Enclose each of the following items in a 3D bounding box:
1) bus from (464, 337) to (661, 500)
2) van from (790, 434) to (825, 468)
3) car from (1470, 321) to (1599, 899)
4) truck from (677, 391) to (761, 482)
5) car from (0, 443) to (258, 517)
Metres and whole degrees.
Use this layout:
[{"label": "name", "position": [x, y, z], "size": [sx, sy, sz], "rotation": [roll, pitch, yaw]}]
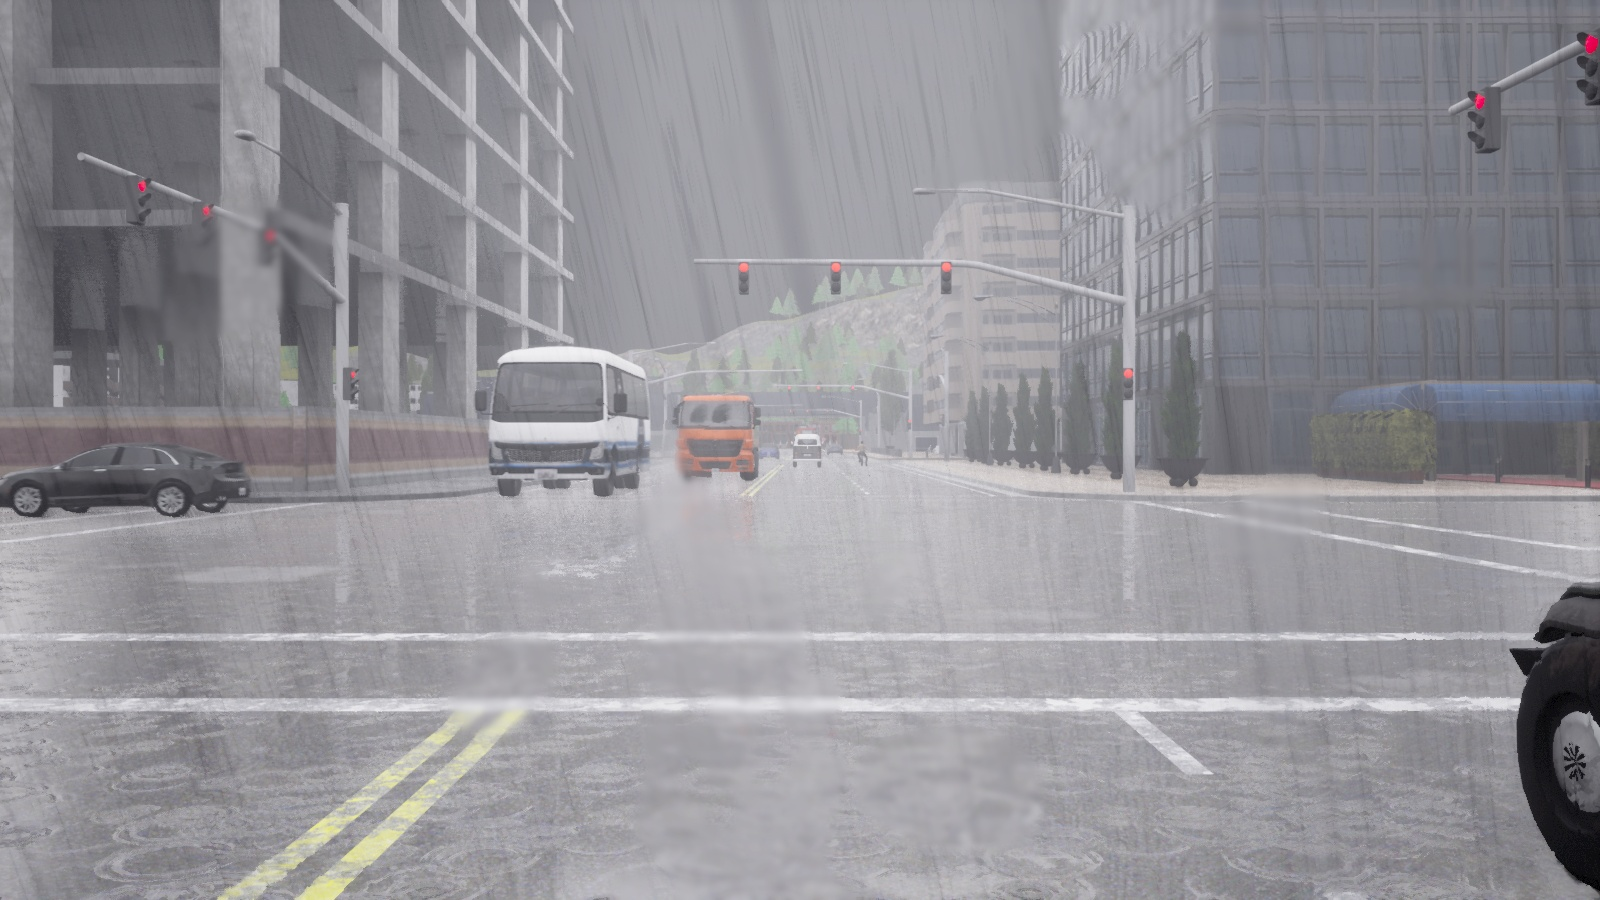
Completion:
[{"label": "bus", "position": [-6.771, -0.849, 37.889], "size": [3.944, 4.253, 10.273], "rotation": [0, 0, 0]}, {"label": "van", "position": [0.452, 0.032, 77.677], "size": [2.069, 2.038, 4.480], "rotation": [0, 0, 0]}, {"label": "car", "position": [3.532, 0.529, 2.910], "size": [1.905, 1.878, 3.866], "rotation": [0, 0, 0]}, {"label": "truck", "position": [-3.194, -0.529, 51.661], "size": [2.891, 3.462, 7.936], "rotation": [0, 0, 0]}, {"label": "car", "position": [-14.089, 0.593, 26.075], "size": [4.892, 1.490, 1.837], "rotation": [0, 0, 0]}]
